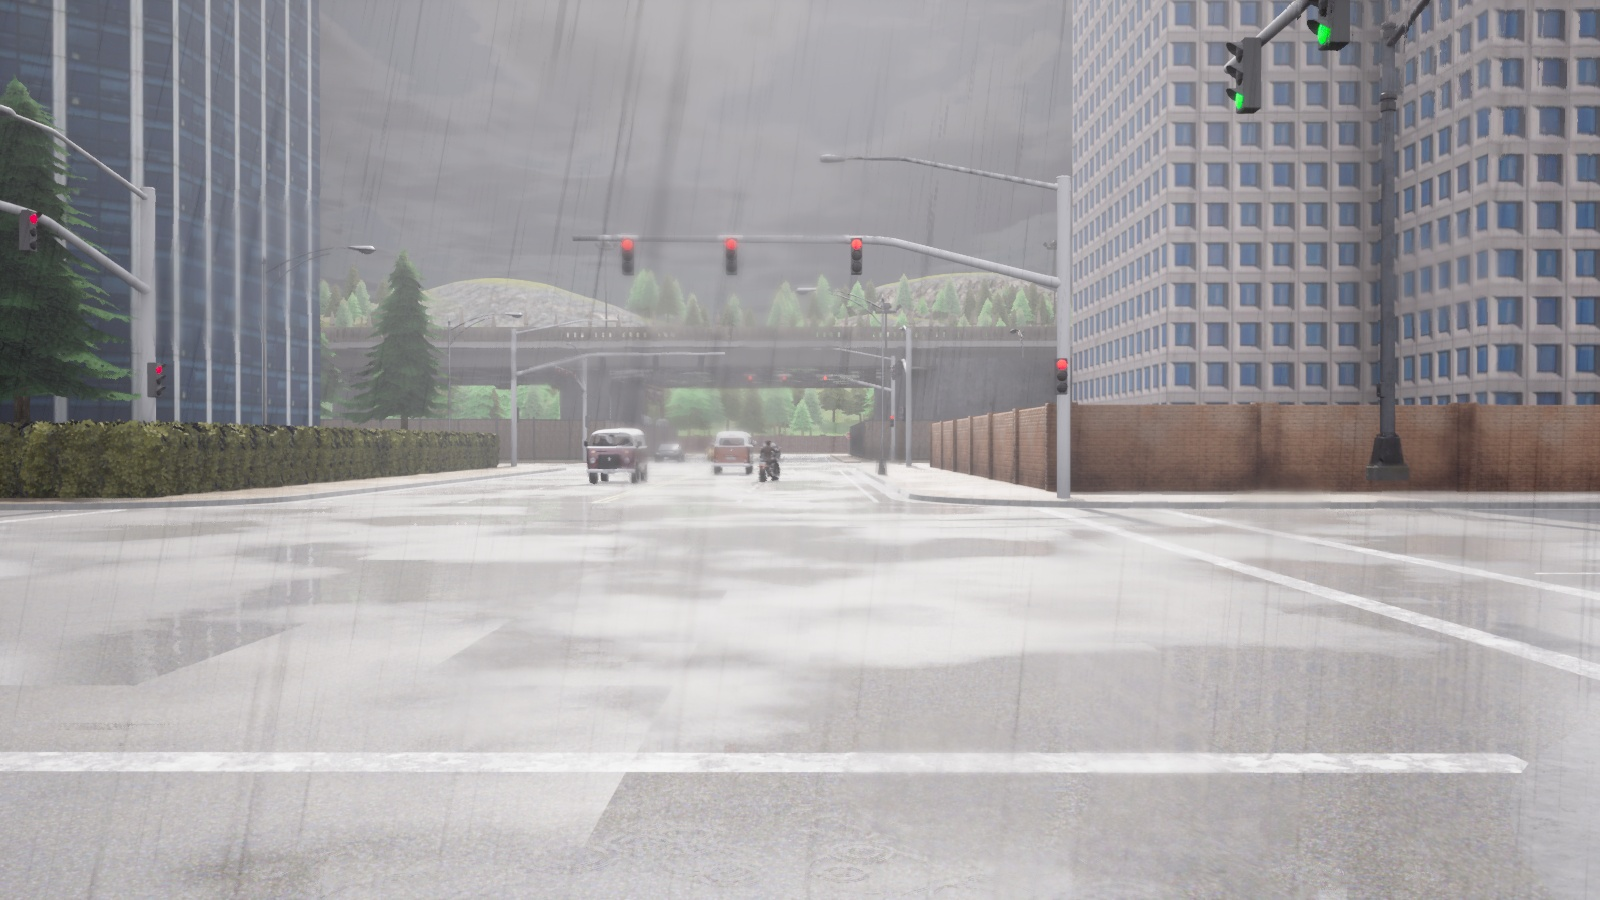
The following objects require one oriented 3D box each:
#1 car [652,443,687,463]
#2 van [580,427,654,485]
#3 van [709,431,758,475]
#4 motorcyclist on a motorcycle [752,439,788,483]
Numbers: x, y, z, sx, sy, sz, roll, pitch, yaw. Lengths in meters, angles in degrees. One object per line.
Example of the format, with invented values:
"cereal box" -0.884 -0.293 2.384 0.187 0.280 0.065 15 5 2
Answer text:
"car" -9.965 0.196 96.089 2.163 1.488 4.792 0 0 0
"van" -6.733 0.202 46.555 2.069 2.038 4.480 0 0 0
"van" -3.158 0.126 60.408 2.069 2.038 4.480 0 0 0
"motorcyclist on a motorcycle" -1.139 0.421 48.613 0.766 1.649 2.350 0 0 14
